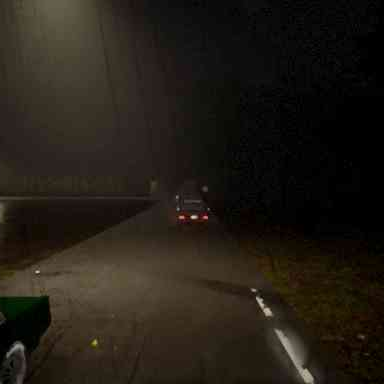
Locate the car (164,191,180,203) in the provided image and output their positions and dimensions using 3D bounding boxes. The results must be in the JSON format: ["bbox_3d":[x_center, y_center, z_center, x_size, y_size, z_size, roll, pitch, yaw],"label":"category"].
[{"bbox_3d":[-2.776,0.646,47.435,2.097,1.767,4.553,0,1,0],"label":"car"}]

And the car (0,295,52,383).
[{"bbox_3d":[-2.751,1.578,2.097,1.895,1.301,4.718,0,1,0],"label":"car"}]

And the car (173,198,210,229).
[{"bbox_3d":[0.085,1.312,19.669,2.033,1.411,5.357,0,1,0],"label":"car"}]

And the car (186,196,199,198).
[{"bbox_3d":[0.077,1.091,36.907,1.895,1.301,4.718,0,1,0],"label":"car"}]
